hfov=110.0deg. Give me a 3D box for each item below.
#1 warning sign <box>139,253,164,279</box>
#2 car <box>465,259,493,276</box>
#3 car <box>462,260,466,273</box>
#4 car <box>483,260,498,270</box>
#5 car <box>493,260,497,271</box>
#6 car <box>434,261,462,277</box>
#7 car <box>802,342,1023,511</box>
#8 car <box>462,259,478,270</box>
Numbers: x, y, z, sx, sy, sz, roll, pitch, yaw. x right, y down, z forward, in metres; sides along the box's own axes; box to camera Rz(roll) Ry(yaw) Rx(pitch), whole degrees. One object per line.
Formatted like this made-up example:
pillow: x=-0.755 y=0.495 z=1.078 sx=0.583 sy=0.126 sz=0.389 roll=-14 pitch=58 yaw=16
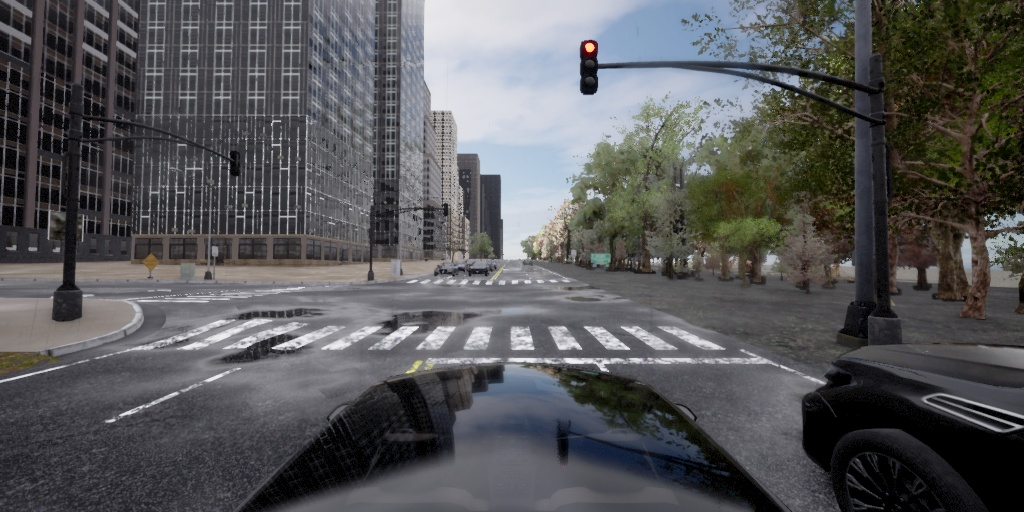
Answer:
warning sign: x=-26.157 y=0.734 z=25.921 sx=1.060 sy=1.860 sz=1.300 roll=0 pitch=0 yaw=-4
car: x=-3.339 y=1.251 z=37.119 sx=1.882 sy=1.535 sz=5.008 roll=0 pitch=0 yaw=0
car: x=-6.591 y=1.327 z=45.647 sx=2.033 sy=1.411 sz=5.357 roll=0 pitch=0 yaw=0
car: x=-3.336 y=1.334 z=56.748 sx=2.033 sy=1.411 sz=5.357 roll=0 pitch=0 yaw=-1
car: x=-3.342 y=1.381 z=46.459 sx=1.895 sy=1.301 sz=4.718 roll=0 pitch=0 yaw=0
car: x=-6.589 y=1.337 z=36.413 sx=1.994 sy=1.385 sz=4.181 roll=0 pitch=0 yaw=0
car: x=3.359 y=0.963 z=0.428 sx=2.150 sy=2.045 sz=5.566 roll=0 pitch=0 yaw=0
car: x=-6.576 y=1.264 z=56.212 sx=1.882 sy=1.535 sz=5.008 roll=0 pitch=0 yaw=0
